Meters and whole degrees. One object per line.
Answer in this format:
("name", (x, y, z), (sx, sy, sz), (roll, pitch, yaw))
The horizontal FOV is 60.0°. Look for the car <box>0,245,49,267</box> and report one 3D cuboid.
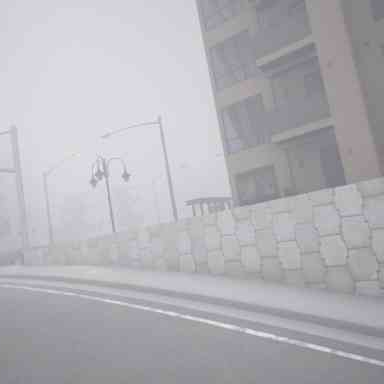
("car", (-14.644, 5.693, 29.940), (1.837, 1.490, 4.892), (-15, -8, 35))
